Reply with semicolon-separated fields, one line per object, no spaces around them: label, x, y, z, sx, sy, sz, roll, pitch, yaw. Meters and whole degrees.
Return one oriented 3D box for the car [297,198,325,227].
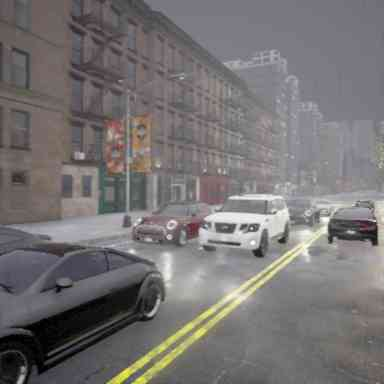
car;7.181;1.248;21.988;2.097;1.767;4.553;1;1;29

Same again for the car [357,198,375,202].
car;19.331;1.396;37.174;2.128;1.511;4.902;1;1;29

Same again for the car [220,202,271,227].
car;3.720;1.454;22.442;1.895;1.301;4.718;1;1;29

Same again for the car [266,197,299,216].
car;8.593;1.311;31.318;1.882;1.535;5.008;1;1;29

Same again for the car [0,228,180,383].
car;-2.148;1.494;4.861;1.994;1.385;4.181;1;1;28

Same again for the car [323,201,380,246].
car;7.473;1.433;15.322;1.882;1.535;5.008;1;1;28

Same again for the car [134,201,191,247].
car;-0.569;1.221;14.555;2.097;1.767;4.553;1;1;28

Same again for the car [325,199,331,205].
car;12.087;1.402;30.919;1.812;1.442;4.674;1;1;29

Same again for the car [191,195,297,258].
car;2.329;1.136;13.081;2.150;2.045;5.566;1;1;28

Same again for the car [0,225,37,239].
car;-4.898;1.410;6.602;1.812;1.442;4.674;1;1;29
